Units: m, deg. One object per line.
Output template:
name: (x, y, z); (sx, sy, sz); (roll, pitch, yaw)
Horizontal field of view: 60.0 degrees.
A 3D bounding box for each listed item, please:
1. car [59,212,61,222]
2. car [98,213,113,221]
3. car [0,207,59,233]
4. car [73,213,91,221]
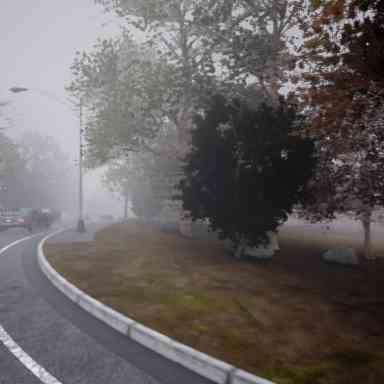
car: (-15.723, 2.500, 35.976); (1.882, 1.535, 5.008); (0, -4, -6)
car: (-14.035, 4.077, 54.351); (1.895, 1.301, 4.718); (0, -5, -6)
car: (-10.438, 1.732, 21.050); (2.033, 1.411, 5.357); (0, -2, -6)
car: (-17.436, 3.950, 52.874); (1.994, 1.385, 4.181); (0, -5, -5)
